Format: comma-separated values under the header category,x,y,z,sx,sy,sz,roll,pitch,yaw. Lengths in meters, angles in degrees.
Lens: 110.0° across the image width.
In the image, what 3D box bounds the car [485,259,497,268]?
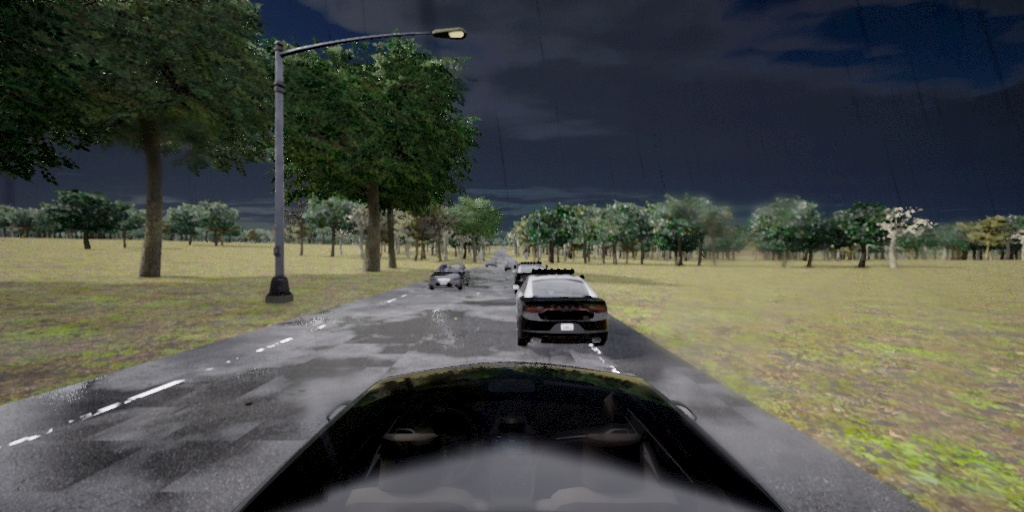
category,x,y,z,sx,sy,sz,roll,pitch,yaw
car,-3.626,1.278,62.283,1.837,1.490,4.892,0,0,0

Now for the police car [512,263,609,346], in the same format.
category,x,y,z,sx,sy,sz,roll,pitch,yaw
police car,1.050,1.136,9.399,1.930,1.638,5.238,0,0,0

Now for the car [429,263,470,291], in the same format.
category,x,y,z,sx,sy,sz,roll,pitch,yaw
car,-3.596,1.177,21.277,2.128,1.511,4.902,0,0,0

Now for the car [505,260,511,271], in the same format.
category,x,y,z,sx,sy,sz,roll,pitch,yaw
car,0.027,1.291,47.842,1.994,1.385,4.181,0,0,0

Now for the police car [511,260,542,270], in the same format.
category,x,y,z,sx,sy,sz,roll,pitch,yaw
police car,1.051,1.112,19.404,1.930,1.638,5.238,0,0,0
